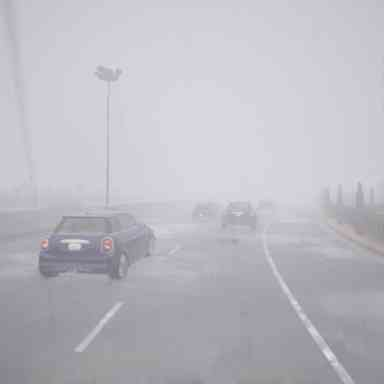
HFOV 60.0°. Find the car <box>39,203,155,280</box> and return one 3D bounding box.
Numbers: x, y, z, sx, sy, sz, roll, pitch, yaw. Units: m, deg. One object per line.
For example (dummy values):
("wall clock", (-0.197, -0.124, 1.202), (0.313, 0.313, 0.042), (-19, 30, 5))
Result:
("car", (-2.574, 1.337, 10.119), (2.097, 1.767, 4.553), (0, 0, 7))

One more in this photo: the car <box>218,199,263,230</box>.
("car", (3.290, 1.364, 21.755), (2.097, 1.767, 4.553), (0, 0, 15))

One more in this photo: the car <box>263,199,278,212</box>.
("car", (8.900, 1.515, 38.909), (1.882, 1.535, 5.008), (0, 0, 19))

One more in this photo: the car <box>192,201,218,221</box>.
("car", (1.421, 1.506, 27.714), (1.837, 1.490, 4.892), (0, 0, 18))

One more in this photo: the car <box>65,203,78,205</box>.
("car", (-4.759, 1.477, 18.269), (1.837, 1.490, 4.892), (0, 0, 11))

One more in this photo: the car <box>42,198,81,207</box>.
("car", (-14.256, 1.414, 36.603), (2.128, 1.511, 4.902), (0, 0, 19))
